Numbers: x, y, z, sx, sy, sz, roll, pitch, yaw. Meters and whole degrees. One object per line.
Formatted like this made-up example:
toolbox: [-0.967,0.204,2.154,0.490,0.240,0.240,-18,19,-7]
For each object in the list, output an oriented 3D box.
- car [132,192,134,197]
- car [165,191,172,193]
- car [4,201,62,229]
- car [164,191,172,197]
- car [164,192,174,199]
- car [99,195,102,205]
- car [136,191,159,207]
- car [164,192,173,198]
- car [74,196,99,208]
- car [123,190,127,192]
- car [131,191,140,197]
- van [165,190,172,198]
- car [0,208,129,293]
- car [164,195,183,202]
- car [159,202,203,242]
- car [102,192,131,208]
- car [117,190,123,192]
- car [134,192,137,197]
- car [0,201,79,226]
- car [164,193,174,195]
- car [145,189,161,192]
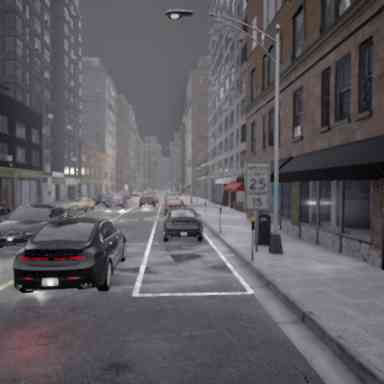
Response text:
car: [-13.043,0.644,65.283,1.967,1.590,4.097,0,1,-5]
car: [-3.194,0.976,49.025,1.947,1.339,4.313,0,1,-5]
car: [-9.442,1.294,20.132,1.802,1.307,4.206,0,1,-5]
car: [-6.795,0.427,94.175,1.967,1.590,4.097,0,1,-5]
car: [-4.994,0.752,71.600,1.947,1.339,4.313,0,1,-5]
car: [-11.242,1.002,42.707,1.947,1.339,4.313,0,1,-5]
car: [-5.245,1.006,39.602,1.837,1.490,4.892,0,1,-4]
car: [-5.444,0.700,77.244,1.947,1.339,4.313,0,1,-5]
car: [-10.327,1.096,31.250,1.752,1.417,4.829,0,1,-5]
car: [-12.143,0.755,53.994,1.967,1.590,4.097,0,1,-5]
car: [-14.843,0.543,87.862,1.887,1.381,4.507,0,1,-5]
van: [-5.896,0.424,82.886,1.690,1.788,3.998,0,1,-5]
car: [-2.833,1.399,8.608,1.837,1.490,4.892,0,1,-5]
car: [-1.393,1.220,26.450,1.887,1.381,4.507,0,1,-5]
car: [-0.493,1.373,15.163,2.008,1.369,4.403,0,1,-5]
car: [-8.082,1.054,35.882,1.812,1.442,4.674,0,0,-4]
car: [-11.693,0.815,48.350,1.967,1.590,4.097,0,1,-5]
car: [-14.393,0.592,82.217,1.887,1.381,4.507,0,1,-5]
car: [-6.346,1.316,13.662,1.837,1.490,4.892,0,1,-5]
car: [-2.293,1.082,37.737,1.887,1.381,4.507,0,1,-5]
car: [-6.125,0.738,49.946,2.097,1.767,4.553,0,1,-4]
